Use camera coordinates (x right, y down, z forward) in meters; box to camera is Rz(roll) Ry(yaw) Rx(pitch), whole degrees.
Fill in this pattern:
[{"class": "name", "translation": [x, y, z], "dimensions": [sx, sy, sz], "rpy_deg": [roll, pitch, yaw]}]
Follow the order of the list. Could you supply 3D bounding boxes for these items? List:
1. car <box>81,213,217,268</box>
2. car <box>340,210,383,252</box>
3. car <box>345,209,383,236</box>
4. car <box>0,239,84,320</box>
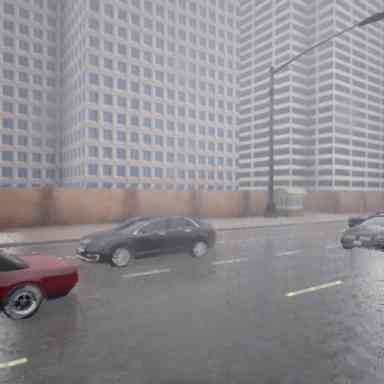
[{"class": "car", "translation": [-1.392, 1.541, 11.472], "dimensions": [4.892, 1.490, 1.837], "rpy_deg": [0, 0, -34]}, {"class": "car", "translation": [8.038, 1.639, 13.593], "dimensions": [4.674, 1.442, 1.812], "rpy_deg": [0, 0, -34]}, {"class": "car", "translation": [11.464, 1.765, 20.072], "dimensions": [4.718, 1.301, 1.895], "rpy_deg": [1, 0, -34]}, {"class": "car", "translation": [-4.554, 1.609, 5.625], "dimensions": [4.718, 1.301, 1.895], "rpy_deg": [1, 0, -41]}]
